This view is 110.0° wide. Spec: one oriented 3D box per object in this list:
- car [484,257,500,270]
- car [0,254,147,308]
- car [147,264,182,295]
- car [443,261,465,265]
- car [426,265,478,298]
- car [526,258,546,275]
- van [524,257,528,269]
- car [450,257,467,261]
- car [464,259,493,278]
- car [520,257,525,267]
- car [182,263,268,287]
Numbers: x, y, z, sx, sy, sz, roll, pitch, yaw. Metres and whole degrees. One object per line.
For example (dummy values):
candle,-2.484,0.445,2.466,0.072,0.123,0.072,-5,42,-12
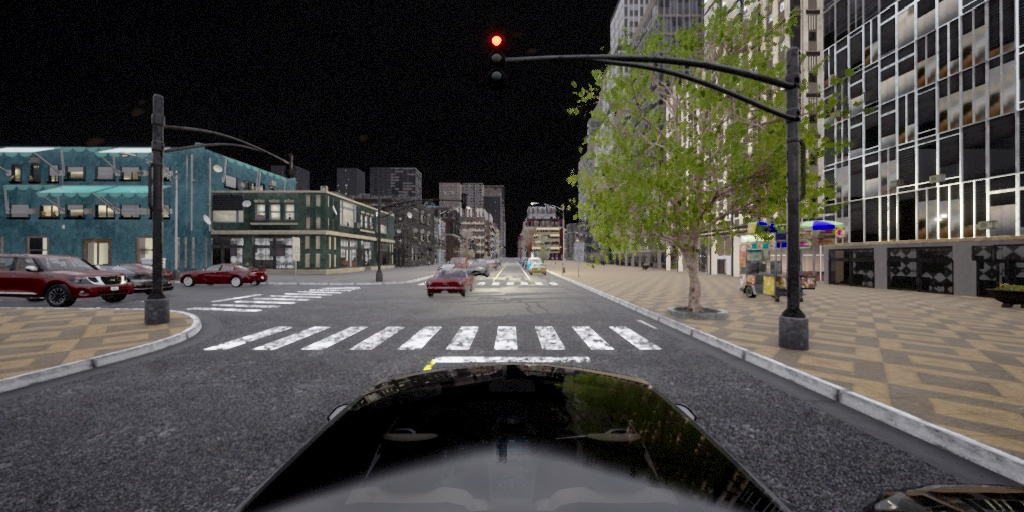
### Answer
car,-3.051,1.273,51.342,1.812,1.442,4.674,0,0,0
car,-17.149,0.848,13.155,5.009,1.841,2.192,0,0,-1
car,-18.227,1.080,15.733,5.357,1.411,2.033,1,0,-1
car,-5.665,1.330,32.534,1.802,1.307,4.207,0,0,0
car,-3.087,1.350,18.701,1.895,1.301,4.718,0,0,0
car,2.720,1.273,38.251,1.751,1.417,4.829,0,0,0
van,2.724,1.088,43.633,1.690,1.789,3.998,0,0,0
car,-5.661,1.062,38.085,2.192,1.841,5.009,0,0,0
car,-3.075,1.253,33.552,1.837,1.490,4.892,0,0,0
car,2.732,1.298,54.735,2.007,1.370,4.403,0,0,0
car,-17.261,1.118,21.535,4.507,1.381,1.888,0,0,-1
